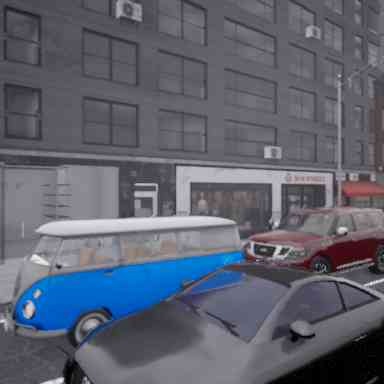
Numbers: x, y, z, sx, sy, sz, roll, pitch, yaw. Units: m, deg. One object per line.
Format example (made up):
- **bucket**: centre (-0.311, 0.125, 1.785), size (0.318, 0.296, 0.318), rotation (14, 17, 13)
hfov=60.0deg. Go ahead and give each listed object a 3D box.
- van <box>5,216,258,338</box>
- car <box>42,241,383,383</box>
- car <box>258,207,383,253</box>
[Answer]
- **van**: centre (-0.906, 1.357, 5.907), size (3.998, 1.788, 1.690), rotation (0, -1, -36)
- **car**: centre (0.774, 1.581, 3.815), size (4.181, 1.385, 1.994), rotation (0, 0, -36)
- **car**: centre (3.629, 1.366, 9.168), size (5.009, 1.841, 2.192), rotation (0, -1, -36)
